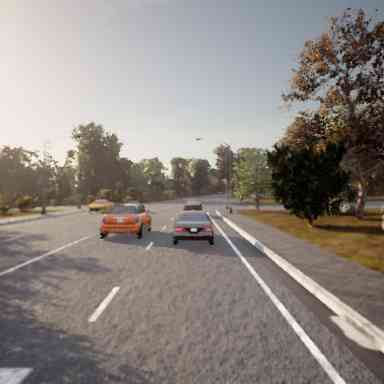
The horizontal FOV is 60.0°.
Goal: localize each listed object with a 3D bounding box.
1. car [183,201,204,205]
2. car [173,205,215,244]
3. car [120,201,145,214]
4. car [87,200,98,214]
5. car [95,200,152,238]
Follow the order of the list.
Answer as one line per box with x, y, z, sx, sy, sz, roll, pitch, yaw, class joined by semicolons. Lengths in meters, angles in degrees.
0.149;1.616;33.432;1.882;1.535;5.008;0;0;1;car
0.065;1.584;15.917;2.033;1.411;5.357;0;0;0;car
-6.872;1.743;38.675;1.994;1.385;4.181;0;0;2;car
-10.390;1.653;38.052;1.882;1.535;5.008;0;-1;2;car
-3.439;1.398;18.072;2.097;1.767;4.553;0;0;0;car
